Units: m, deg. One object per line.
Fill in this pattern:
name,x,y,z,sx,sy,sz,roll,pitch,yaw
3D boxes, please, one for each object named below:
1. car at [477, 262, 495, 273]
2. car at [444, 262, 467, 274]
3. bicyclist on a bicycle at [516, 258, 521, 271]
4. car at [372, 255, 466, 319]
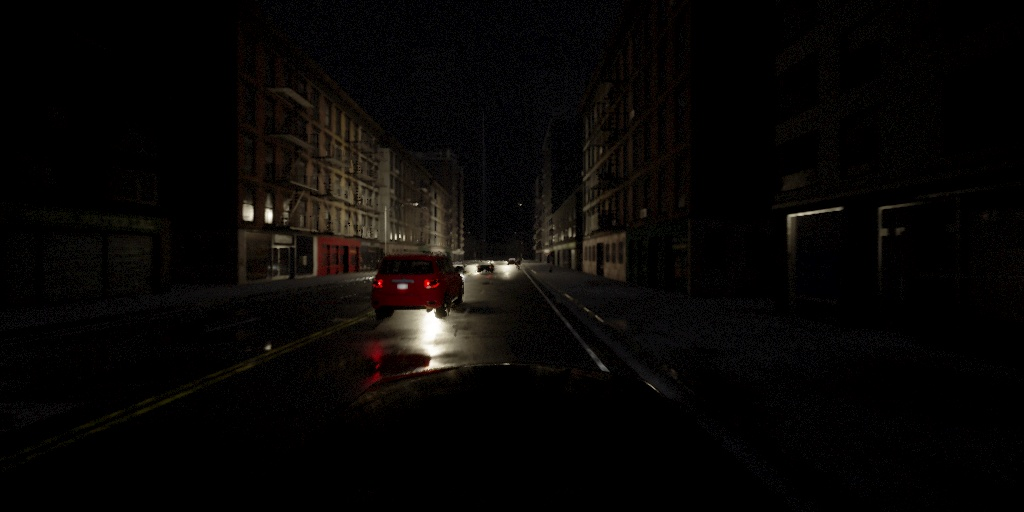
car,-3.141,1.353,43.911,1.895,1.301,4.718,0,0,0
car,-6.578,1.353,42.049,1.895,1.301,4.718,0,0,0
bicyclist on a bicycle,0.903,1.123,46.753,0.659,1.776,1.843,0,0,0
car,-3.148,0.971,13.003,2.150,2.045,5.566,0,0,0
